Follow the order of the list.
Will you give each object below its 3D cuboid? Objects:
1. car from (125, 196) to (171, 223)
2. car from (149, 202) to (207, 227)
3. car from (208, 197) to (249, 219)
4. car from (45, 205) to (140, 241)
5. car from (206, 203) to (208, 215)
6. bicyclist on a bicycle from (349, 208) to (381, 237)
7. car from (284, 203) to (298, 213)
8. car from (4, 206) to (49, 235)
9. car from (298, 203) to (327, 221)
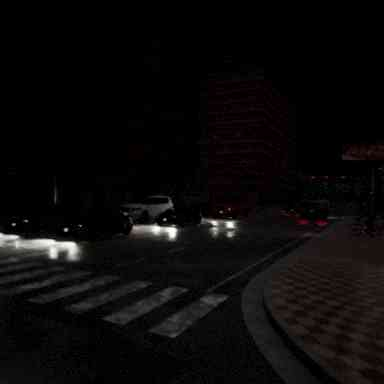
[{"bbox_3d":[-3.593,1.309,26.655,2.150,2.045,5.566,1,0,28],"label":"car"},{"bbox_3d":[-0.903,1.713,24.254,1.994,1.385,4.181,1,0,28],"label":"car"},{"bbox_3d":[4.045,1.564,33.495,2.150,2.045,5.566,1,0,28],"label":"car"},{"bbox_3d":[-4.844,1.559,16.846,1.994,1.385,4.181,1,0,26],"label":"car"},{"bbox_3d":[1.114,1.836,35.423,1.994,1.385,4.181,1,0,29],"label":"car"},{"bbox_3d":[9.888,1.720,19.032,1.656,1.620,0.582,1,-1,28],"label":"bicyclist on a bicycle"},{"bbox_3d":[13.924,2.220,46.181,1.812,1.442,4.674,2,0,16],"label":"car"},{"bbox_3d":[-7.991,1.480,18.398,1.994,1.385,4.181,1,0,28],"label":"car"},{"bbox_3d":[12.841,1.948,34.758,2.097,1.767,4.553,1,0,28],"label":"car"}]
